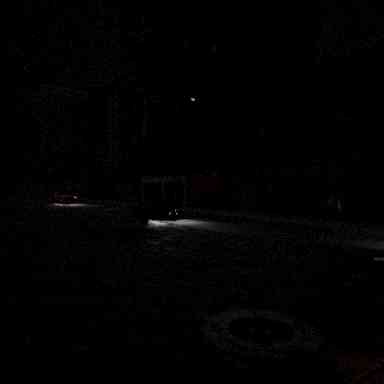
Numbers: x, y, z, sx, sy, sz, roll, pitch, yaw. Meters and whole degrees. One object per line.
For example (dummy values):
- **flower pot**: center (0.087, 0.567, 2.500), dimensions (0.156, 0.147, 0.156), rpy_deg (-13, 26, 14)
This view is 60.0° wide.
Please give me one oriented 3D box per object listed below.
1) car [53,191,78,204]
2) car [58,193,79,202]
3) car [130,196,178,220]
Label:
- **car**: center (-16.710, 0.627, 43.696), dimensions (2.097, 1.767, 4.553), rpy_deg (0, 0, -35)
- **car**: center (-19.664, 0.844, 52.829), dimensions (1.895, 1.301, 4.718), rpy_deg (0, 0, -35)
- **car**: center (-2.852, 1.107, 23.927), dimensions (1.837, 1.490, 4.892), rpy_deg (0, 1, -35)
